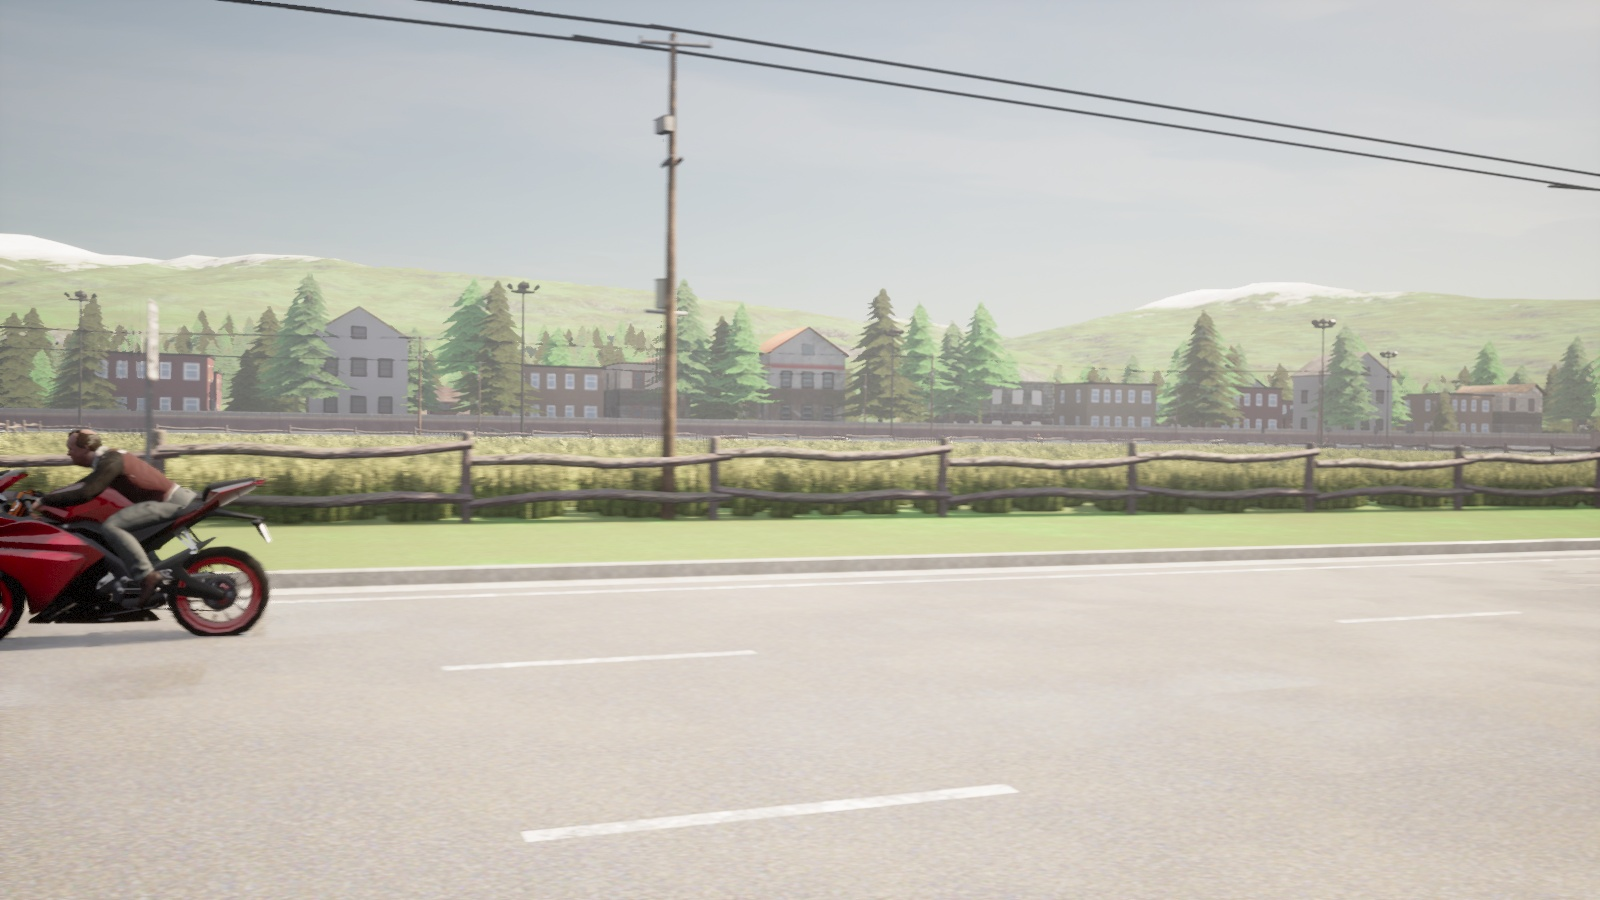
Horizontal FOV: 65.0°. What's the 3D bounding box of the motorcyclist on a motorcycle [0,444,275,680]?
[{"bbox_3d":[-4.915,0.739,8.861,2.191,1.530,0.866,-1,1,-21],"label":"motorcyclist on a motorcycle"}]
